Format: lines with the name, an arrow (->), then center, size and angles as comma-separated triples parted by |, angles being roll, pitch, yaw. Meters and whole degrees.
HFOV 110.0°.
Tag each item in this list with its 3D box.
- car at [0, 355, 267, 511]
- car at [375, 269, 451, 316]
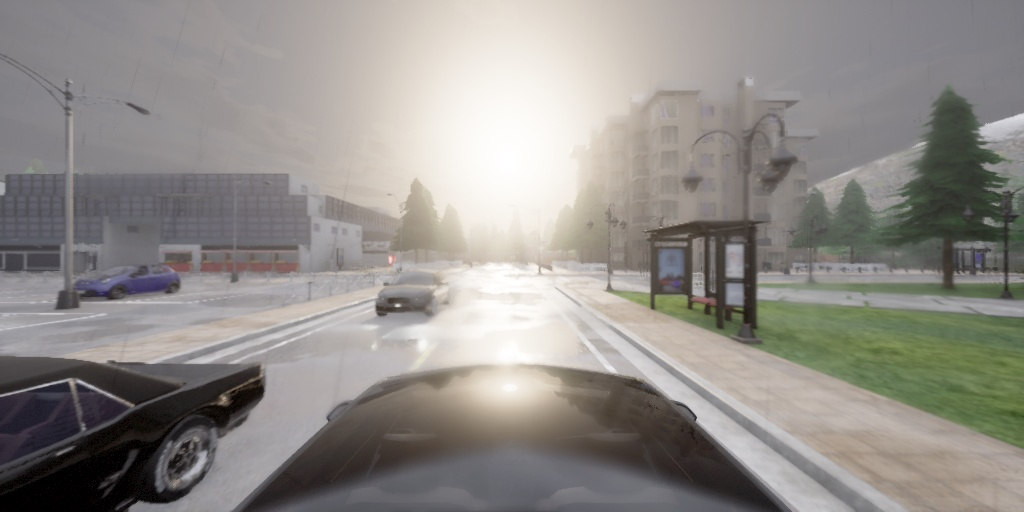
car -> -3.596, 1.350, 1.648 | 1.895, 1.301, 4.718 | 0, 0, 0
car -> -3.501, 1.273, 13.455 | 1.837, 1.490, 4.892 | 0, 0, 0
